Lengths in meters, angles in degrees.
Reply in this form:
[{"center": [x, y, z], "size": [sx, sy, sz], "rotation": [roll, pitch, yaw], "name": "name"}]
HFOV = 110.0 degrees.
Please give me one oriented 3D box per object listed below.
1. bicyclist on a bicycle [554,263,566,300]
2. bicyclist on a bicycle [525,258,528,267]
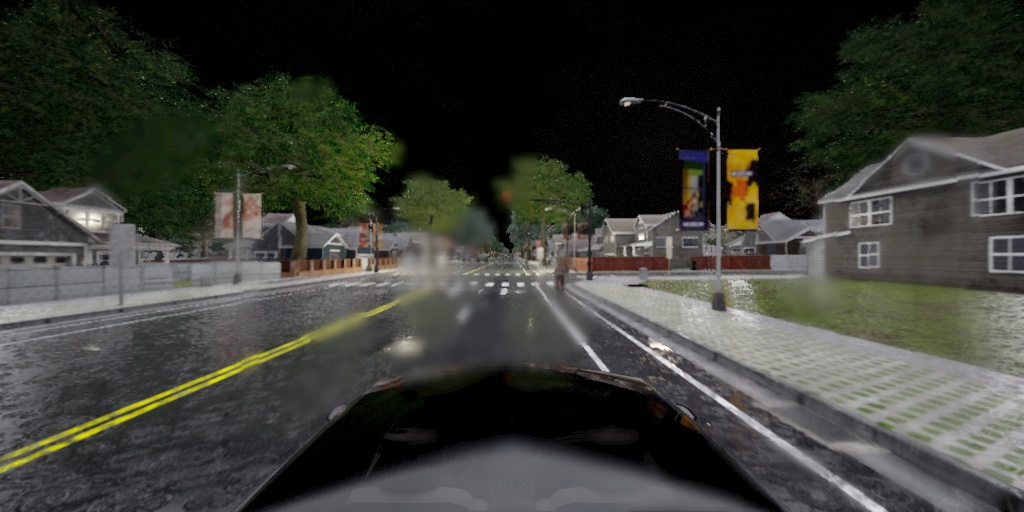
[{"center": [2.251, 1.175, 16.636], "size": [0.582, 1.620, 1.656], "rotation": [0, 0, 0], "name": "bicyclist on a bicycle"}, {"center": [2.255, 1.090, 54.635], "size": [0.582, 1.620, 1.656], "rotation": [0, 0, 0], "name": "bicyclist on a bicycle"}]
